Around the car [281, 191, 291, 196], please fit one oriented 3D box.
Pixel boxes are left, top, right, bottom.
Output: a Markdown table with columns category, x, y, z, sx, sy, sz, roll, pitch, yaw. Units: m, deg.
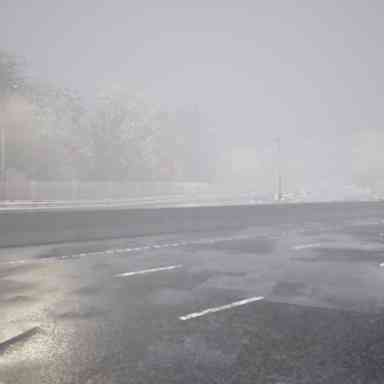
| category | x | y | z | sx | sy | sz | roll | pitch | yaw |
| --- | --- | --- | --- | --- | --- | --- | --- | --- | --- |
| car | 20.636 | 0.560 | 74.198 | 2.128 | 1.511 | 4.902 | 0 | 1 | 32 |

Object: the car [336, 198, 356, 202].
| category | x | y | z | sx | sy | sz | roll | pitch | yaw |
| --- | --- | --- | --- | --- | --- | --- | --- | --- | --- |
| car | 24.409 | 1.592 | 51.540 | 4.718 | 1.301 | 1.895 | 0 | 0 | -35 |

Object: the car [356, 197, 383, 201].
| category | x | y | z | sx | sy | sz | roll | pitch | yaw |
| --- | --- | --- | --- | --- | --- | --- | --- | --- | --- |
| car | 26.746 | 1.471 | 48.922 | 5.008 | 1.535 | 1.882 | 0 | 0 | -35 |

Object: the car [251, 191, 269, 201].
| category | x | y | z | sx | sy | sz | roll | pitch | yaw |
| --- | --- | --- | --- | --- | --- | --- | --- | --- | --- |
| car | 12.469 | 0.717 | 60.985 | 2.097 | 1.767 | 4.553 | 0 | 1 | 31 |

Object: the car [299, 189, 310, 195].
| category | x | y | z | sx | sy | sz | roll | pitch | yaw |
| --- | --- | --- | --- | --- | --- | --- | --- | --- | --- |
| car | 29.406 | -0.126 | 87.110 | 1.882 | 1.535 | 5.008 | 0 | 2 | 35 |
